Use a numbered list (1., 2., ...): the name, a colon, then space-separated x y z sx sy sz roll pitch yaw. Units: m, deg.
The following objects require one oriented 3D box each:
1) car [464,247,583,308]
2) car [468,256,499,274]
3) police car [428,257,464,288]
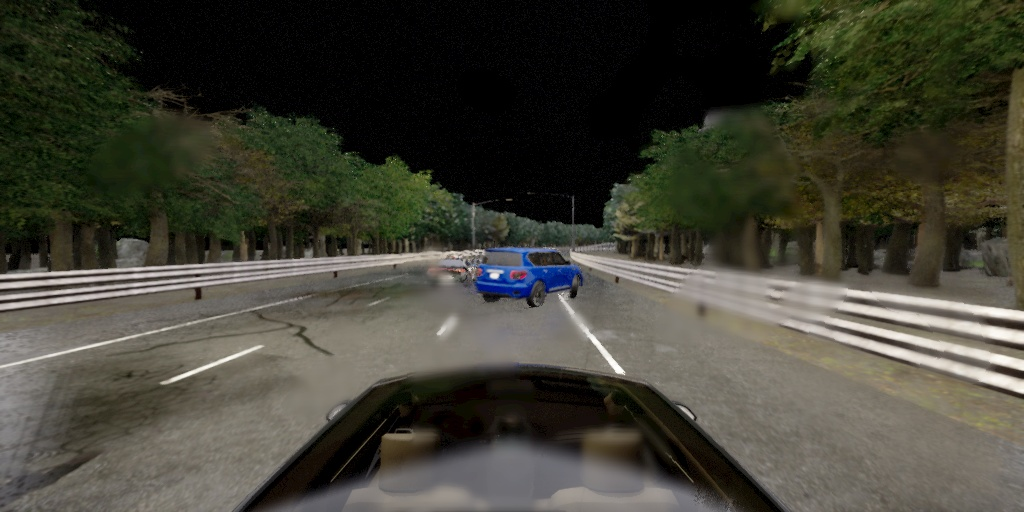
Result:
1. car: 0.866 0.690 14.007 2.150 2.045 5.566 3 3 33
2. car: -2.350 0.674 30.637 1.895 1.301 4.718 0 1 4
3. police car: -3.027 0.835 19.770 2.038 1.542 4.974 0 1 3
